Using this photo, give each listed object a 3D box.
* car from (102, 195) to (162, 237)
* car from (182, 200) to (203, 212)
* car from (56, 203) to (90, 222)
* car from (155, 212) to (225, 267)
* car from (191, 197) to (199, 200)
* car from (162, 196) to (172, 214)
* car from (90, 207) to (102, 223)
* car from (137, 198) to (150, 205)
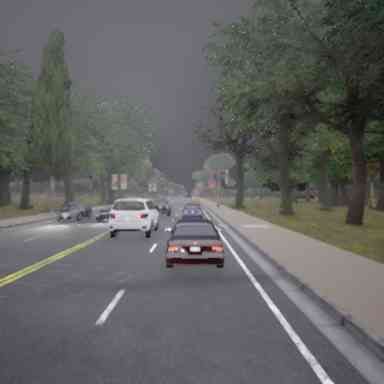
[{"bbox_3d":[-3.169,1.370,18.992,2.150,2.045,5.566,0,0,0],"label":"car"},{"bbox_3d":[0.053,1.762,30.418,2.033,1.411,5.357,0,0,0],"label":"car"},{"bbox_3d":[-9.890,1.696,28.369,2.128,1.511,4.902,0,0,0],"label":"car"},{"bbox_3d":[0.086,1.645,11.710,2.033,1.411,5.357,0,0,0],"label":"car"},{"bbox_3d":[0.812,1.880,81.802,1.882,1.535,5.008,0,0,0],"label":"car"},{"bbox_3d":[-3.214,1.588,35.220,2.097,1.767,4.553,0,0,0],"label":"car"},{"bbox_3d":[-6.642,1.751,28.163,2.033,1.411,5.357,0,0,0],"label":"car"},{"bbox_3d":[-9.986,1.915,68.958,1.994,1.385,4.181,0,0,0],"label":"car"}]
